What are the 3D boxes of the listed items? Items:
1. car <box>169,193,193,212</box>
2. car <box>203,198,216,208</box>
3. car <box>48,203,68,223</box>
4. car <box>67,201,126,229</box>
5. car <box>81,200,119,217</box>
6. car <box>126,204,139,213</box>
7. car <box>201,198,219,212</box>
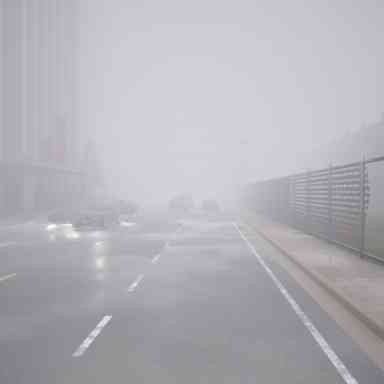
[{"bbox_3d":[-1.414,1.352,38.610,2.097,1.767,4.553,0,0,3],"label":"car"},{"bbox_3d":[2.654,1.601,49.364,1.895,1.301,4.718,0,0,4],"label":"car"},{"bbox_3d":[-9.237,1.564,25.429,1.994,1.385,4.181,0,0,3],"label":"car"},{"bbox_3d":[-6.011,1.507,21.610,1.837,1.490,4.892,0,-1,3],"label":"car"},{"bbox_3d":[-8.883,1.547,32.632,2.033,1.411,5.357,0,0,4],"label":"car"},{"bbox_3d":[-5.598,1.270,27.493,1.994,1.385,4.181,0,0,3],"label":"car"},{"bbox_3d":[2.135,1.564,39.337,1.994,1.385,4.181,0,0,3],"label":"car"}]
